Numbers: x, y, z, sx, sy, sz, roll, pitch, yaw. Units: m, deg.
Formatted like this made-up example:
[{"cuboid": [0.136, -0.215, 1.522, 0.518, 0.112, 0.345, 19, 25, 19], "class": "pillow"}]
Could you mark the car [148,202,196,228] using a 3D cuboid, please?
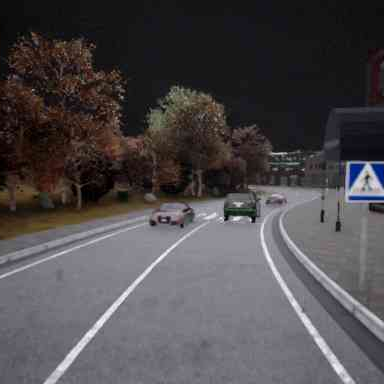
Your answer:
[{"cuboid": [-1.086, 1.295, 19.864, 1.994, 1.385, 4.181, 1, 1, 13], "class": "car"}]

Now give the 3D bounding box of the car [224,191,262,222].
[{"cuboid": [3.715, 0.933, 23.982, 2.150, 2.045, 5.566, 1, 1, 16], "class": "car"}]

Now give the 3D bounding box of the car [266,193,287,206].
[{"cuboid": [10.432, 0.867, 41.006, 1.812, 1.442, 4.674, 2, 2, 26], "class": "car"}]
